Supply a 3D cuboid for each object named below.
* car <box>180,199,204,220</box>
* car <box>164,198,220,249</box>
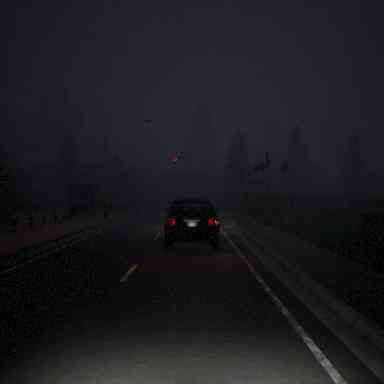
[{"bbox_3d":[0.000,1.484,29.650,1.882,1.535,5.008,0,0,0],"label":"car"},{"bbox_3d":[0.000,1.257,14.680,2.150,2.045,5.566,0,0,0],"label":"car"}]
